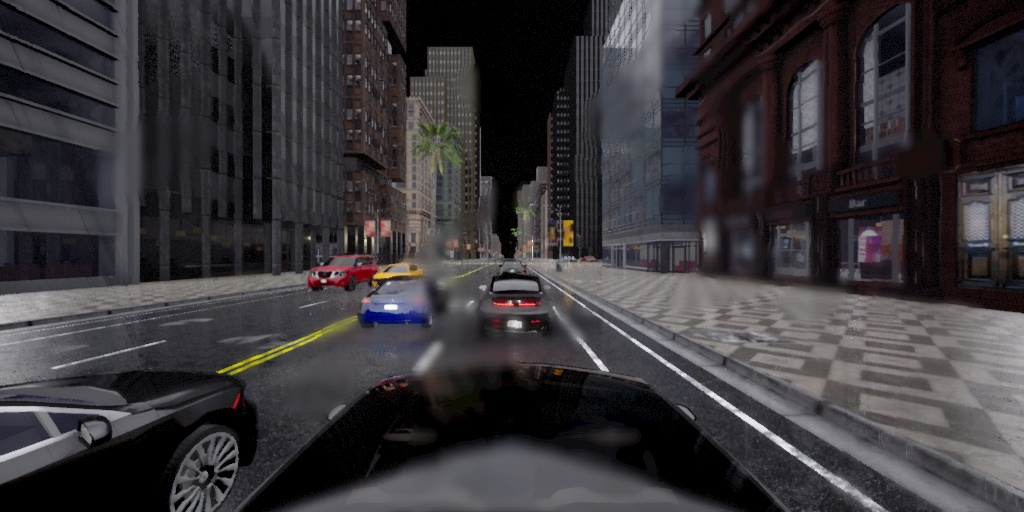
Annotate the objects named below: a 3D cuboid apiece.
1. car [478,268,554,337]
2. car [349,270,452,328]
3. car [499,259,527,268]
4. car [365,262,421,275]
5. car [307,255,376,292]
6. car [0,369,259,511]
[{"bbox_3d":[0.091,1.248,10.223,1.837,1.490,4.892,0,0,0],"label":"car"},{"bbox_3d":[-3.160,1.305,11.348,1.994,1.385,4.181,0,0,0],"label":"car"},{"bbox_3d":[0.058,1.080,27.674,2.097,1.767,4.553,0,0,1],"label":"car"},{"bbox_3d":[-6.624,1.211,21.288,1.882,1.535,5.008,0,0,0],"label":"car"},{"bbox_3d":[-9.875,0.954,21.547,2.150,2.045,5.566,0,0,0],"label":"car"},{"bbox_3d":[-3.147,1.242,1.179,2.128,1.511,4.902,0,0,0],"label":"car"}]
